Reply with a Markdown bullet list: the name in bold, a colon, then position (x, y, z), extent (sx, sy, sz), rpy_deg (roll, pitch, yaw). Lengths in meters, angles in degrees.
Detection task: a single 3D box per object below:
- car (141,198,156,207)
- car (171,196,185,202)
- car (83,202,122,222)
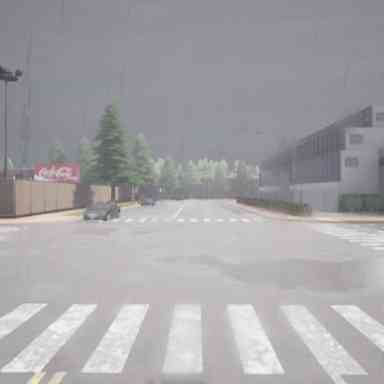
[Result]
- **car**: position (-6.682, 1.579, 51.467), extent (1.994, 1.385, 4.181), rpy_deg (0, 0, 1)
- **car**: position (-3.257, 1.596, 78.890), extent (1.895, 1.301, 4.718), rpy_deg (0, 0, 20)
- **car**: position (-6.996, 1.548, 26.350), extent (2.128, 1.511, 4.902), rpy_deg (0, 1, 4)
